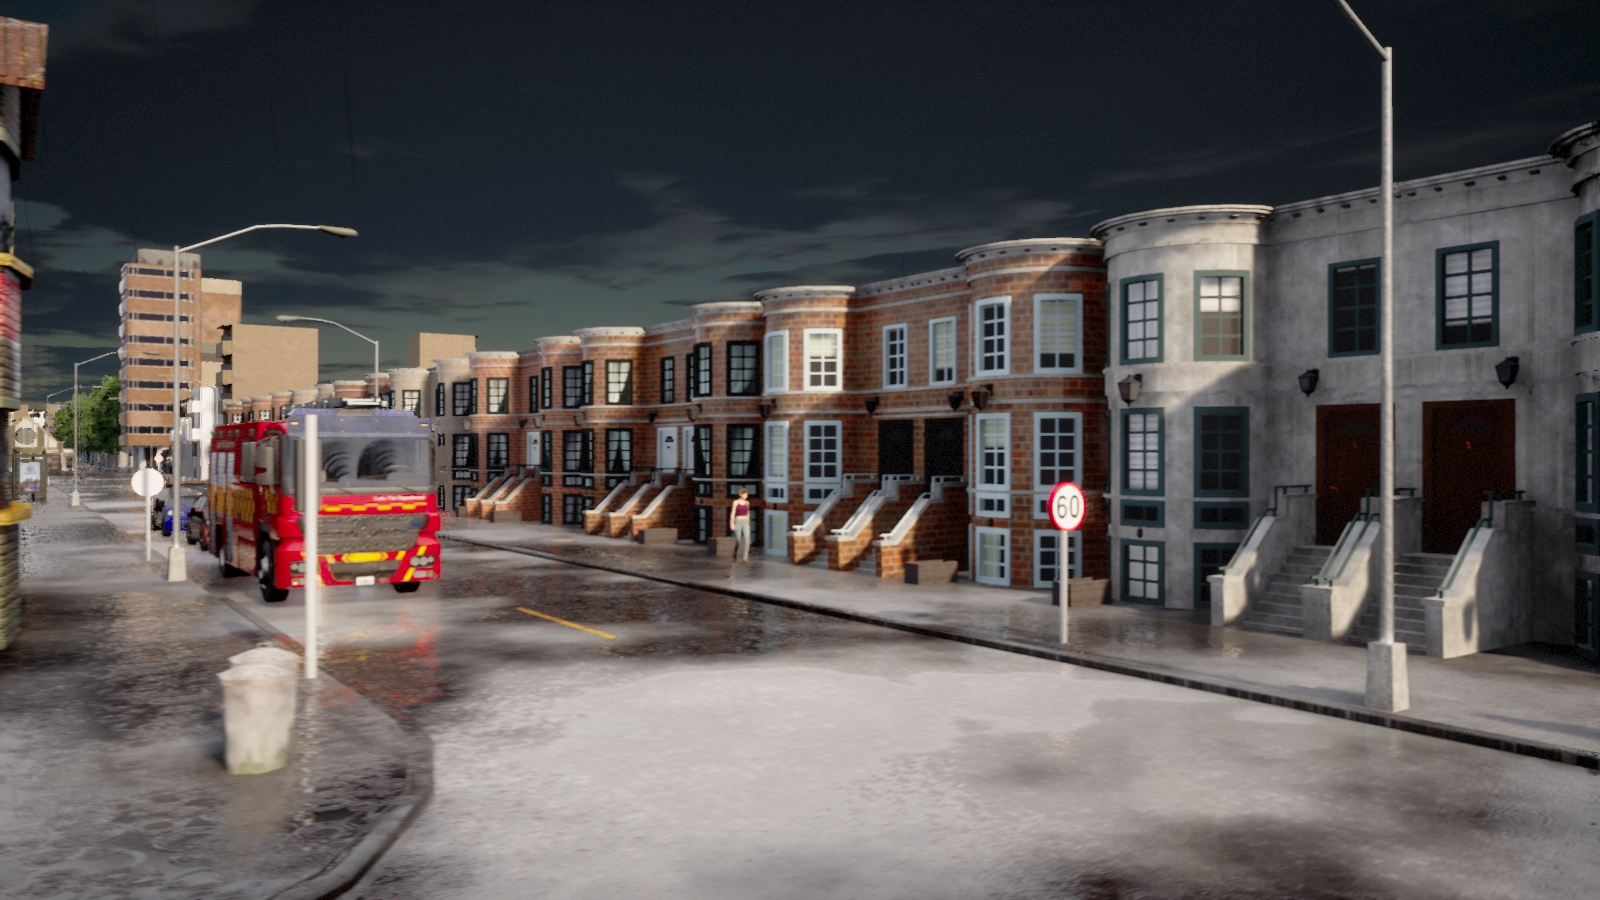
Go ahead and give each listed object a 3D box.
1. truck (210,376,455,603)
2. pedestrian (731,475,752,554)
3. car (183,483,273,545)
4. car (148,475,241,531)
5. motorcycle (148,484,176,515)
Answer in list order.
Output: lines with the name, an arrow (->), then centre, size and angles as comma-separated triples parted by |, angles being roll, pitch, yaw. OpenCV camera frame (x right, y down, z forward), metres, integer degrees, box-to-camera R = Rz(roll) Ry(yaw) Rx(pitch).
truck -> -9.918, 0.674, 23.543 | 2.891, 3.827, 8.468 | 0, 0, -35
pedestrian -> -1.385, 1.530, 27.171 | 0.375, 1.860, 0.375 | 0, 0, -26
car -> -16.611, 1.801, 33.091 | 1.789, 1.549, 3.705 | 0, 1, -35
car -> -20.624, 1.750, 38.838 | 2.242, 1.667, 4.611 | 0, 0, -35
motorcycle -> -25.876, 1.996, 46.348 | 0.803, 1.145, 2.033 | 0, 0, -35
